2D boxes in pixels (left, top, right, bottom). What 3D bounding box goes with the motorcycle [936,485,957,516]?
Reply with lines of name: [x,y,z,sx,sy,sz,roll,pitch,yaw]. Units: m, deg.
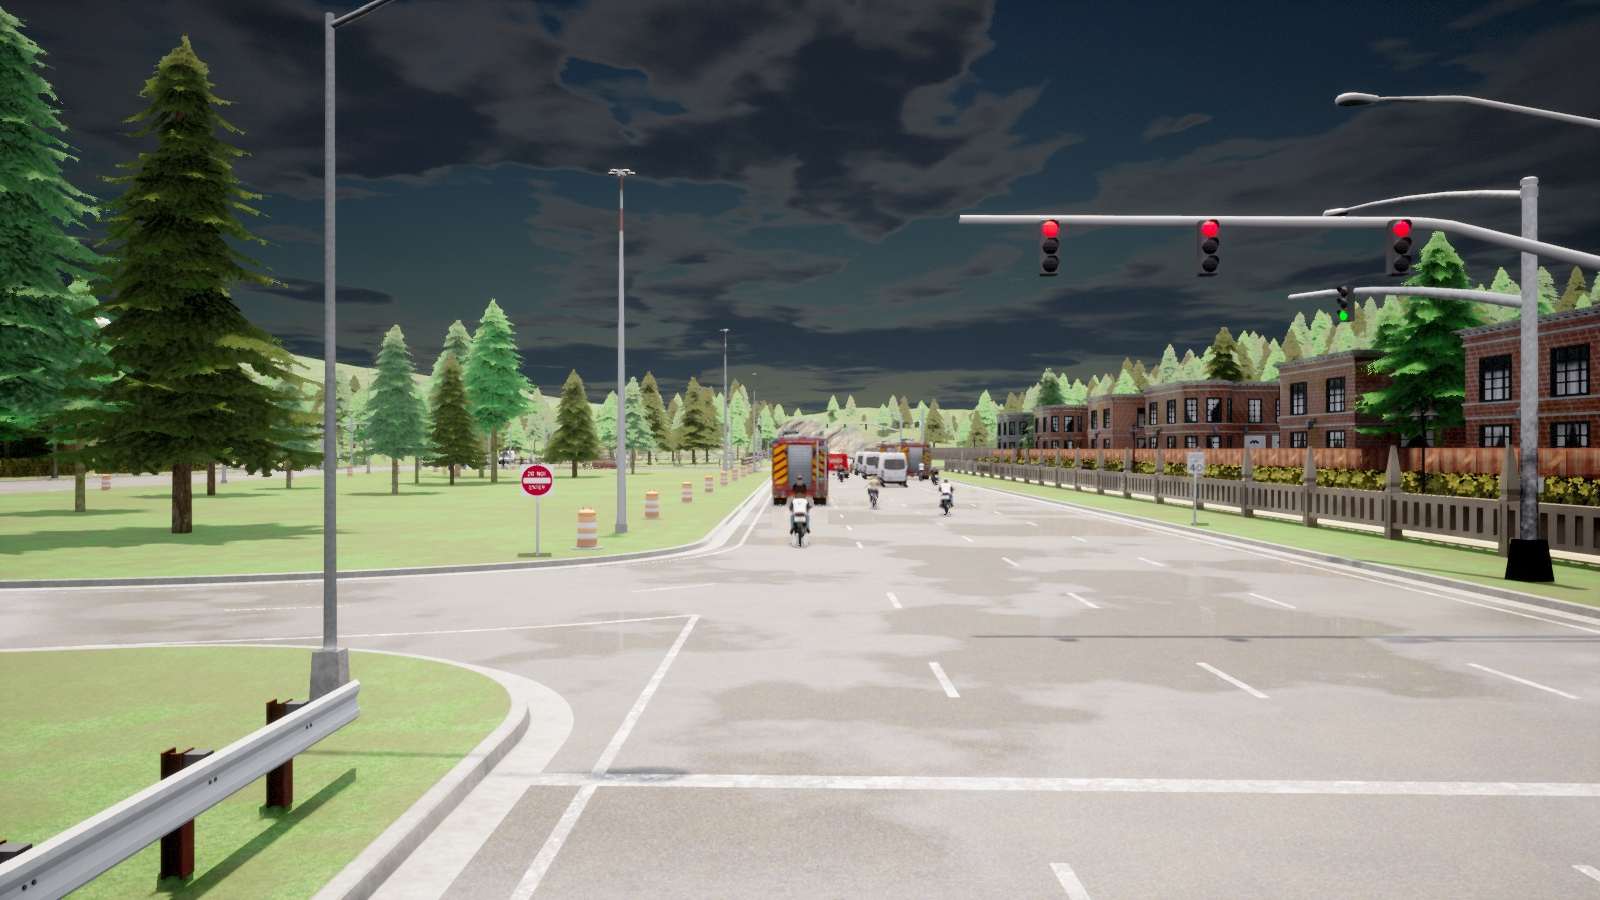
motorcycle: [6.297,2.162,49.107,0.803,1.199,2.033,-2,0,9]

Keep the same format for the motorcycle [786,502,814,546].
motorcycle: [-0.002,2.169,33.852,0.803,1.199,2.033,0,0,0]

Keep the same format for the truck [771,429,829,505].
truck: [-0.007,0.861,61.763,2.891,3.827,8.468,0,0,0]

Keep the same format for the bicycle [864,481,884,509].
bicycle: [3.497,2.132,54.331,0.859,1.277,1.487,0,0,0]

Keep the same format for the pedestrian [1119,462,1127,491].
pedestrian: [20.286,1.665,71.744,0.375,1.860,0.375,0,0,0]

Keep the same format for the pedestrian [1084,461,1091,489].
pedestrian: [19.140,1.661,76.086,0.375,1.860,0.375,0,0,0]

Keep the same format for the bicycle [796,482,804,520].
bicycle: [-0.008,2.039,46.011,0.329,1.471,1.835,0,0,0]
